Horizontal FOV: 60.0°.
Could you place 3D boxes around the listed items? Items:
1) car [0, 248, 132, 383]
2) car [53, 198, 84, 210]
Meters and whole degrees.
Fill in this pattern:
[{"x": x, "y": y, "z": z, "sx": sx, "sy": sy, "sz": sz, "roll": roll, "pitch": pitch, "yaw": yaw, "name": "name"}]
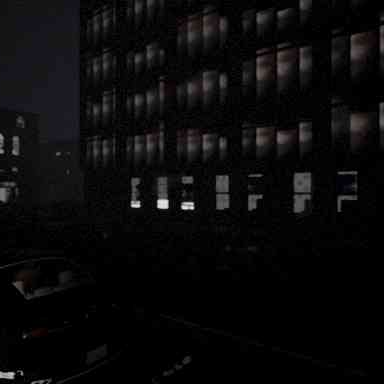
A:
[{"x": -2.807, "y": 1.509, "z": 4.883, "sx": 4.403, "sy": 1.369, "sz": 2.008, "roll": 1, "pitch": 0, "yaw": 36, "name": "car"}, {"x": -14.001, "y": 1.400, "z": 38.604, "sx": 1.802, "sy": 1.307, "sz": 4.206, "roll": 0, "pitch": 0, "yaw": 36, "name": "car"}]
